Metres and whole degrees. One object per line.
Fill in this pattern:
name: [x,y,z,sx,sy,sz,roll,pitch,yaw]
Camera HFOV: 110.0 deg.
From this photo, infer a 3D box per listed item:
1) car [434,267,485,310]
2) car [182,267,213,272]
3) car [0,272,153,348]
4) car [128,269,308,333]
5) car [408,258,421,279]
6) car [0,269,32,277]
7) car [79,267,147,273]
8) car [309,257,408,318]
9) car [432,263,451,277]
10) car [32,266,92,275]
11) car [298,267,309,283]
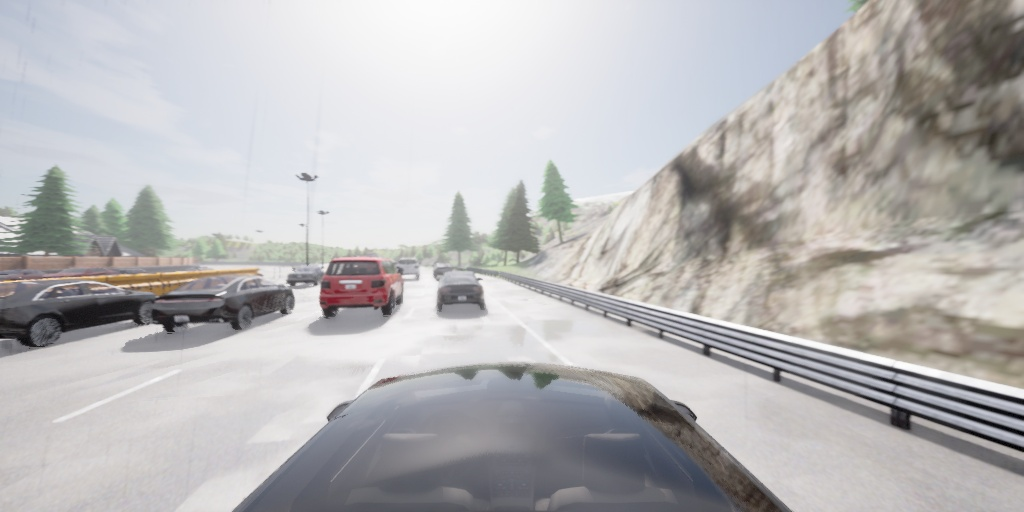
car: [-2.206,1.360,15.113,1.812,1.442,4.674,0,0,-10]
car: [-27.567,1.646,31.423,1.994,1.385,4.181,0,0,-16]
car: [-11.841,1.359,9.443,2.128,1.511,4.902,0,0,-10]
car: [-8.616,1.348,11.263,2.128,1.511,4.902,0,0,-10]
car: [-10.352,1.218,35.739,2.150,2.045,5.566,0,0,-15]
car: [-37.207,1.684,26.963,1.994,1.385,4.181,0,0,-15]
car: [-30.196,1.681,27.917,1.895,1.301,4.718,0,0,-15]
car: [-5.523,1.071,13.825,2.150,2.045,5.566,0,0,-10]
car: [-7.393,1.480,38.018,2.128,1.511,4.902,0,0,-16]
car: [-33.947,1.584,28.324,1.882,1.535,5.008,0,0,-16]
car: [-15.523,1.533,27.651,2.033,1.411,5.357,0,0,-13]
